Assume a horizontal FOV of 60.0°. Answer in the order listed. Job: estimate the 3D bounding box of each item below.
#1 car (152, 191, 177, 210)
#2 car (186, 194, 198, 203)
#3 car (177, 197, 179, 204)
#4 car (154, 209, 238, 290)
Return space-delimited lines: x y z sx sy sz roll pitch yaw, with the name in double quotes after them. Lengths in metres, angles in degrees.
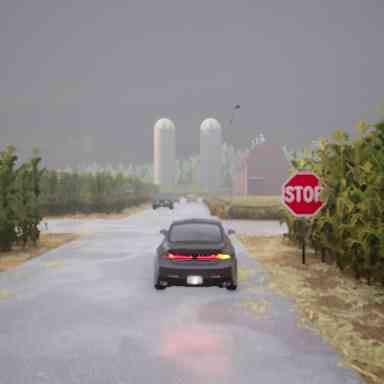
-3.202 0.958 37.779 2.150 2.045 5.566 0 0 0 "car"
-0.015 1.114 59.298 1.882 1.535 5.008 0 0 0 "car"
-3.163 1.224 56.207 1.994 1.385 4.181 0 0 0 "car"
0.131 1.452 8.937 1.837 1.490 4.892 0 1 2 "car"
